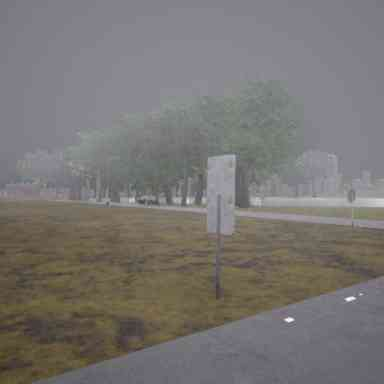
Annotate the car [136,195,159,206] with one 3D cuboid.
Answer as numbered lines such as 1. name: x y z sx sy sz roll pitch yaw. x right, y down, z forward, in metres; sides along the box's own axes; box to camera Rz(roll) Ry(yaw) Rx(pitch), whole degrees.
1. car: -7.206 1.263 53.573 2.097 1.767 4.553 1 -1 -35
